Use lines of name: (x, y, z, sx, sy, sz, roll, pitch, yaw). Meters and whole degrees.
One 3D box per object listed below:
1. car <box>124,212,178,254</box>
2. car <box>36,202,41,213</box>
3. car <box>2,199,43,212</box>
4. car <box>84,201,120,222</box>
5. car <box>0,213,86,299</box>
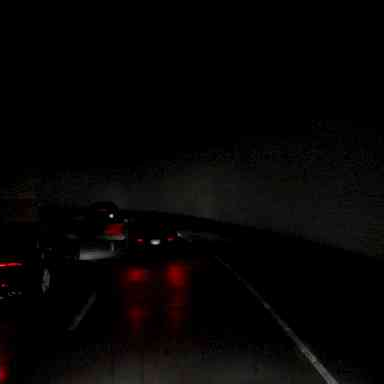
car: (-1.744, 1.521, 13.516, 1.812, 1.442, 4.674, 0, 0, -13)
car: (-16.803, 1.527, 32.765, 4.892, 1.490, 1.837, 0, -1, 44)
car: (-20.451, 1.574, 40.119, 5.357, 1.411, 2.033, 0, 0, 33)
car: (-7.225, 1.506, 26.623, 1.837, 1.490, 4.892, 1, 0, -32)
car: (-4.175, 1.510, 8.328, 1.837, 1.490, 4.892, 0, 0, -7)
